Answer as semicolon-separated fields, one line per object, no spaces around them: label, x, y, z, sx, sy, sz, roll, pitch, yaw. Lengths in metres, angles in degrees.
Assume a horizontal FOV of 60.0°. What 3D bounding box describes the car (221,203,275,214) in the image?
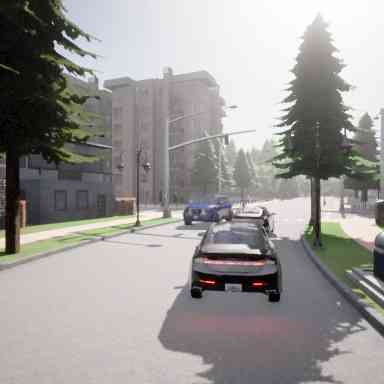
car;3.233;1.492;17.443;2.128;1.511;4.902;0;0;18

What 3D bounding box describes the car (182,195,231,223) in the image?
car;1.247;1.226;23.147;2.150;2.045;5.566;0;0;22

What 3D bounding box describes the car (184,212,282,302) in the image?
car;1.106;1.492;8.335;2.128;1.511;4.902;0;0;9
